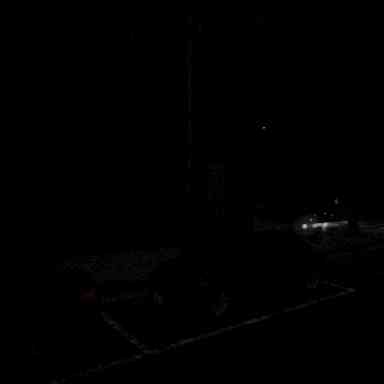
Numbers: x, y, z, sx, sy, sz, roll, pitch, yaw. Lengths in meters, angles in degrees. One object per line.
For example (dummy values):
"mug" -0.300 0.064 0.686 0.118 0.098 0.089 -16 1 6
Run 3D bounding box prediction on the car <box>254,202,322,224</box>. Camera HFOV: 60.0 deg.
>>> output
"car" 7.291 1.673 26.858 2.033 1.411 5.357 0 0 -36

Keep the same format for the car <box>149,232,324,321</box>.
"car" 1.156 1.599 7.355 4.313 1.339 1.947 0 0 -35

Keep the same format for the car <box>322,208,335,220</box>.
"car" 9.875 1.643 28.833 1.837 1.490 4.892 0 0 -36

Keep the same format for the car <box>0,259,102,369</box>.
"car" -3.283 1.580 4.192 4.206 1.307 1.802 0 0 -35
